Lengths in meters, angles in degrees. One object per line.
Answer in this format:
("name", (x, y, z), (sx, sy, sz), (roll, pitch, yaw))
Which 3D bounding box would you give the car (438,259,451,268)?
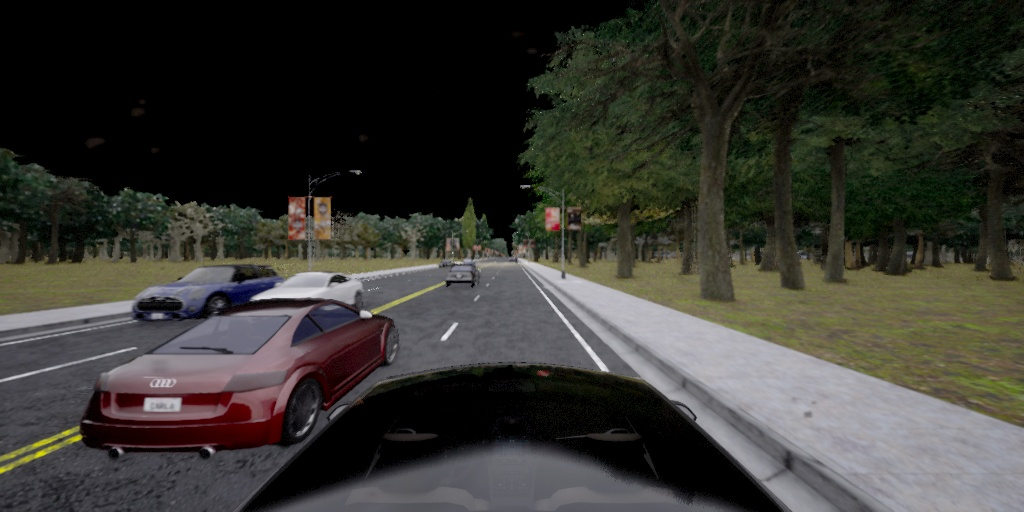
("car", (-9.826, 1.198, 54.238), (1.994, 1.385, 4.181), (0, 0, 0))

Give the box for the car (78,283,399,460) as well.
("car", (-3.155, 1.304, 5.246), (1.994, 1.385, 4.181), (0, 0, 0))

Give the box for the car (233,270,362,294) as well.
("car", (-6.604, 1.248, 12.085), (1.812, 1.442, 4.674), (0, 0, 0))

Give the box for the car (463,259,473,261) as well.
("car", (-6.579, 1.161, 53.810), (1.812, 1.442, 4.674), (0, 0, 0))

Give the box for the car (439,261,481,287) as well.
("car", (-3.156, 1.243, 23.800), (2.033, 1.411, 5.357), (0, 0, 0))

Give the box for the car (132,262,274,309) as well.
("car", (-9.853, 1.074, 12.202), (2.097, 1.767, 4.553), (0, 0, 0))
